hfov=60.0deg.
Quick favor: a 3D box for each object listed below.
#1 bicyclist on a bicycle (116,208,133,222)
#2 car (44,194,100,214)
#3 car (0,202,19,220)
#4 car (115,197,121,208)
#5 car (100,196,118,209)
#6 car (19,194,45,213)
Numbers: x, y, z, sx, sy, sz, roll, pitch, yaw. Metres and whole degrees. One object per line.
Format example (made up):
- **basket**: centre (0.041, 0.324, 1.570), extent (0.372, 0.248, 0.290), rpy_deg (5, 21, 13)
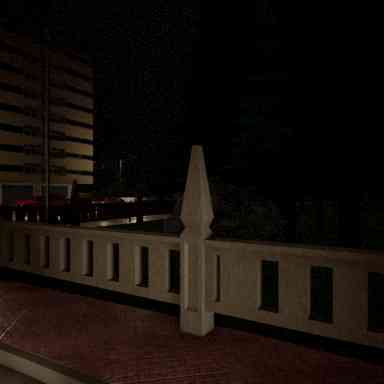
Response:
- **bicyclist on a bicycle**: centre (-4.880, 1.356, 24.007), extent (1.656, 1.620, 0.582), rpy_deg (0, 0, 29)
- **car**: centre (-12.071, 1.407, 33.699), extent (2.097, 1.767, 4.553), rpy_deg (0, 0, 29)
- **car**: centre (-16.529, 1.547, 25.641), extent (2.128, 1.511, 4.902), rpy_deg (0, 0, 29)
- **car**: centre (-7.161, 1.656, 42.544), extent (1.895, 1.301, 4.718), rpy_deg (0, 0, 29)
- **car**: centre (-10.789, 1.408, 43.216), extent (2.097, 1.767, 4.553), rpy_deg (0, 0, 29)
- **car**: centre (-15.532, 1.277, 34.668), extent (2.150, 2.045, 5.566), rpy_deg (0, 0, 29)
